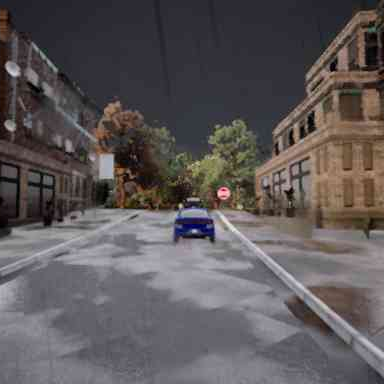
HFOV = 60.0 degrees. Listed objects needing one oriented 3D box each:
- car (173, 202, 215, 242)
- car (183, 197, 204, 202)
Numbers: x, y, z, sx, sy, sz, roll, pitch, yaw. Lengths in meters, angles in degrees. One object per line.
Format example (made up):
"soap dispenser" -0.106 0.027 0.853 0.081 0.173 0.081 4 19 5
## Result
"car" 0.112 1.504 16.645 1.882 1.535 5.008 0 0 0
"car" 0.151 1.261 32.748 1.882 1.535 5.008 0 -1 0
